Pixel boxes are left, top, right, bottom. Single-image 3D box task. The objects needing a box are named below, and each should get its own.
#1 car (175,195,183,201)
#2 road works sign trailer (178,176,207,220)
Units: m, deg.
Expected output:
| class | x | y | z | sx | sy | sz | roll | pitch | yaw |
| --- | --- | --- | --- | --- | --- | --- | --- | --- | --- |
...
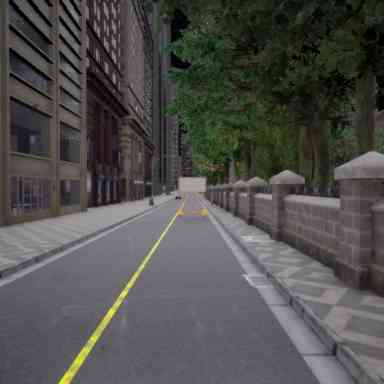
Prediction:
| class | x | y | z | sx | sy | sz | roll | pitch | yaw |
| --- | --- | --- | --- | --- | --- | --- | --- | --- | --- |
| car | -3.000 | 1.323 | 76.709 | 1.895 | 1.301 | 4.718 | 0 | 1 | 0 |
| road works sign trailer | 0.029 | 0.435 | 28.234 | 2.380 | 3.560 | 2.880 | 0 | 0 | -1 |
